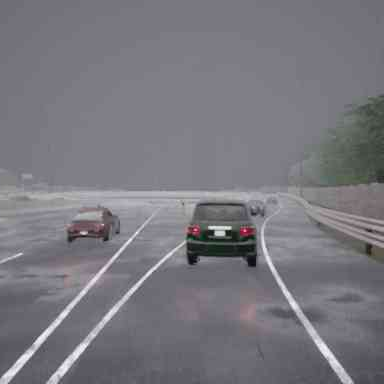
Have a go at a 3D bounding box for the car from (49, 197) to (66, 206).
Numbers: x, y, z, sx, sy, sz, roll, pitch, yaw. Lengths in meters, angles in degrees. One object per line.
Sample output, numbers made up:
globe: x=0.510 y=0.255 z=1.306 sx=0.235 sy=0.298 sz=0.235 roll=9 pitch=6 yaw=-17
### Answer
car: x=-33.200 y=2.324 z=82.372 sx=2.150 sy=2.045 sz=5.566 roll=0 pitch=-2 yaw=-3

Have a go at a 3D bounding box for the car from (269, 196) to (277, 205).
car: x=16.285 y=1.630 z=67.934 sx=2.097 sy=1.767 sz=4.553 roll=0 pitch=1 yaw=14

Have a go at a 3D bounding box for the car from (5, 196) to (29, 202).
car: x=-28.000 y=1.625 z=53.520 sx=2.150 sy=2.045 sz=5.566 roll=0 pitch=-1 yaw=-3

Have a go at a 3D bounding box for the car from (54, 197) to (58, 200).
car: x=-28.905 y=2.246 z=69.135 sx=1.837 sy=1.490 sz=4.892 roll=0 pitch=-1 yaw=-3

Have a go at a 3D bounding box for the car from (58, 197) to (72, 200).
car: x=-25.386 y=2.281 z=68.899 sx=2.128 sy=1.511 sz=4.902 roll=0 pitch=-1 yaw=-3

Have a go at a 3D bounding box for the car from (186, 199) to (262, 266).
car: x=1.159 y=1.271 z=11.989 sx=2.150 sy=2.045 sz=5.566 roll=0 pitch=0 yaw=8

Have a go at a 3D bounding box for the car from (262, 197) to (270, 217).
car: x=6.672 y=1.620 z=34.828 sx=2.097 sy=1.767 sz=4.553 roll=-1 pitch=-1 yaw=17

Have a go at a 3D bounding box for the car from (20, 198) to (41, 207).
car: x=-32.264 y=2.025 z=66.689 sx=2.097 sy=1.767 sz=4.553 roll=0 pitch=-1 yaw=-3

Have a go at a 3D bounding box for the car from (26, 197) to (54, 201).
car: x=-24.516 y=1.951 z=53.738 sx=1.812 sy=1.442 sz=4.674 roll=0 pitch=-1 yaw=-3

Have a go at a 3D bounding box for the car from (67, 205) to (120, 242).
car: x=-4.722 y=1.566 z=16.371 sx=1.812 sy=1.442 sz=4.674 roll=0 pitch=0 yaw=-3
